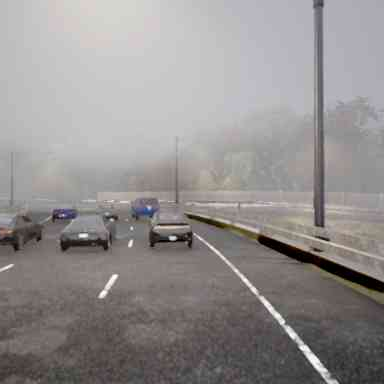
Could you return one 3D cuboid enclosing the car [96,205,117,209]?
[{"bbox_3d":[-7.849,1.853,30.492,1.994,1.385,4.181,0,-1,-16],"label":"car"}]

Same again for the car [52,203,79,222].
[{"bbox_3d":[-11.268,1.760,29.699,1.882,1.535,5.008,0,0,-16],"label":"car"}]

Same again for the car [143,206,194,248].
[{"bbox_3d":[-1.097,1.639,15.571,2.128,1.511,4.902,0,0,-8],"label":"car"}]

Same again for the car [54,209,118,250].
[{"bbox_3d":[-4.564,1.708,15.089,1.994,1.385,4.181,0,-1,-8],"label":"car"}]

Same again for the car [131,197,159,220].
[{"bbox_3d":[-4.397,1.510,31.175,2.150,2.045,5.566,0,0,-16],"label":"car"}]

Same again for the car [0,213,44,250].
[{"bbox_3d":[-8.047,1.667,14.719,1.812,1.442,4.674,0,0,-8],"label":"car"}]
